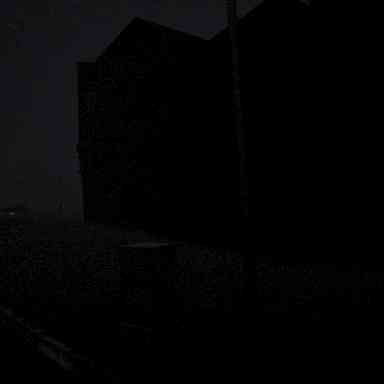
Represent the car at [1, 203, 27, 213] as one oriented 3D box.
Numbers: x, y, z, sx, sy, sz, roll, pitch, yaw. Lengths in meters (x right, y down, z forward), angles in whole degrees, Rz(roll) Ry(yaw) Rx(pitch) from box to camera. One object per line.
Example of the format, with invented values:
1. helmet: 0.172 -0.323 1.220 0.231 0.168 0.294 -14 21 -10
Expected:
1. car: -27.127 2.436 50.913 1.812 1.442 4.674 -4 -1 2
